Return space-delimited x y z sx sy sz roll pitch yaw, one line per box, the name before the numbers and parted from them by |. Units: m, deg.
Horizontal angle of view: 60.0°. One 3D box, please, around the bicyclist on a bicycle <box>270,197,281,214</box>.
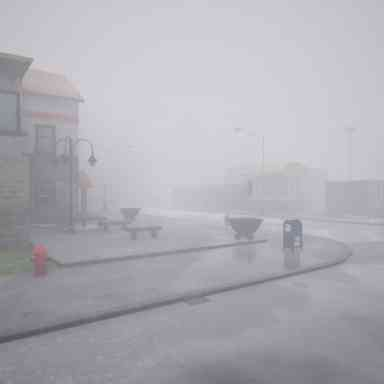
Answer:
bicyclist on a bicycle | 8.066 1.348 32.012 1.656 1.620 0.582 0 0 -35
